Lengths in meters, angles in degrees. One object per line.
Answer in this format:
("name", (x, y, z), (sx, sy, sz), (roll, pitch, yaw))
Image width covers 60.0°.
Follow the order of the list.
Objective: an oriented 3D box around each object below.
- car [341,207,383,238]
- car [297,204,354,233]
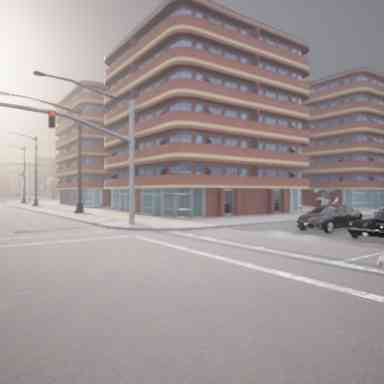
("car", (9.701, 1.613, 16.430), (4.718, 1.301, 1.895), (0, 0, -35))
("car", (8.221, 1.517, 19.677), (4.892, 1.490, 1.837), (0, 0, -35))
